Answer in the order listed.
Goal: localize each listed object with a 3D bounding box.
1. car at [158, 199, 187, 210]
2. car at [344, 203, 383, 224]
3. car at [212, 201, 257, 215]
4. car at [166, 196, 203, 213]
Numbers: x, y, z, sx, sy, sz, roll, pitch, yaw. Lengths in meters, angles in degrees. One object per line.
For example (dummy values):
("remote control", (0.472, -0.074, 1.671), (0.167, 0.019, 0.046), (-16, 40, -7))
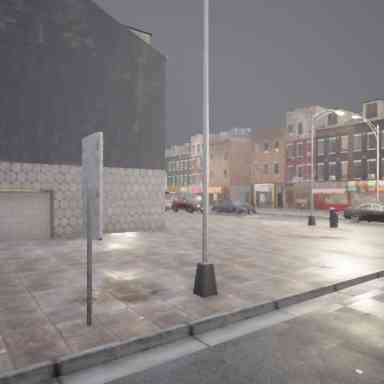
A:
("car", (-2.700, 1.659, 44.874), (1.812, 1.442, 4.674), (0, -1, -35))
("car", (12.981, 1.529, 22.810), (2.128, 1.511, 4.902), (0, 0, -35))
("car", (4.307, 1.636, 34.993), (2.033, 1.411, 5.357), (0, 0, -36))
("car", (-0.400, 1.411, 37.223), (2.192, 1.841, 5.009), (0, 0, -35))
